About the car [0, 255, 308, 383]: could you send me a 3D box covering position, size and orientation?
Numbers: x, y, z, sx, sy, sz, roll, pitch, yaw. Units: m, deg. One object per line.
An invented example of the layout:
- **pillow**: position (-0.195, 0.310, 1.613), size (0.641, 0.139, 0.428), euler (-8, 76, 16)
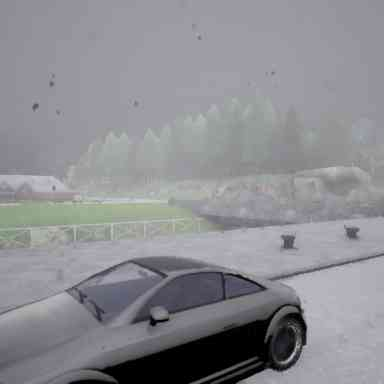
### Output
- **car**: position (-0.484, 1.564, 4.132), size (4.181, 1.385, 1.994), euler (0, 0, -35)
